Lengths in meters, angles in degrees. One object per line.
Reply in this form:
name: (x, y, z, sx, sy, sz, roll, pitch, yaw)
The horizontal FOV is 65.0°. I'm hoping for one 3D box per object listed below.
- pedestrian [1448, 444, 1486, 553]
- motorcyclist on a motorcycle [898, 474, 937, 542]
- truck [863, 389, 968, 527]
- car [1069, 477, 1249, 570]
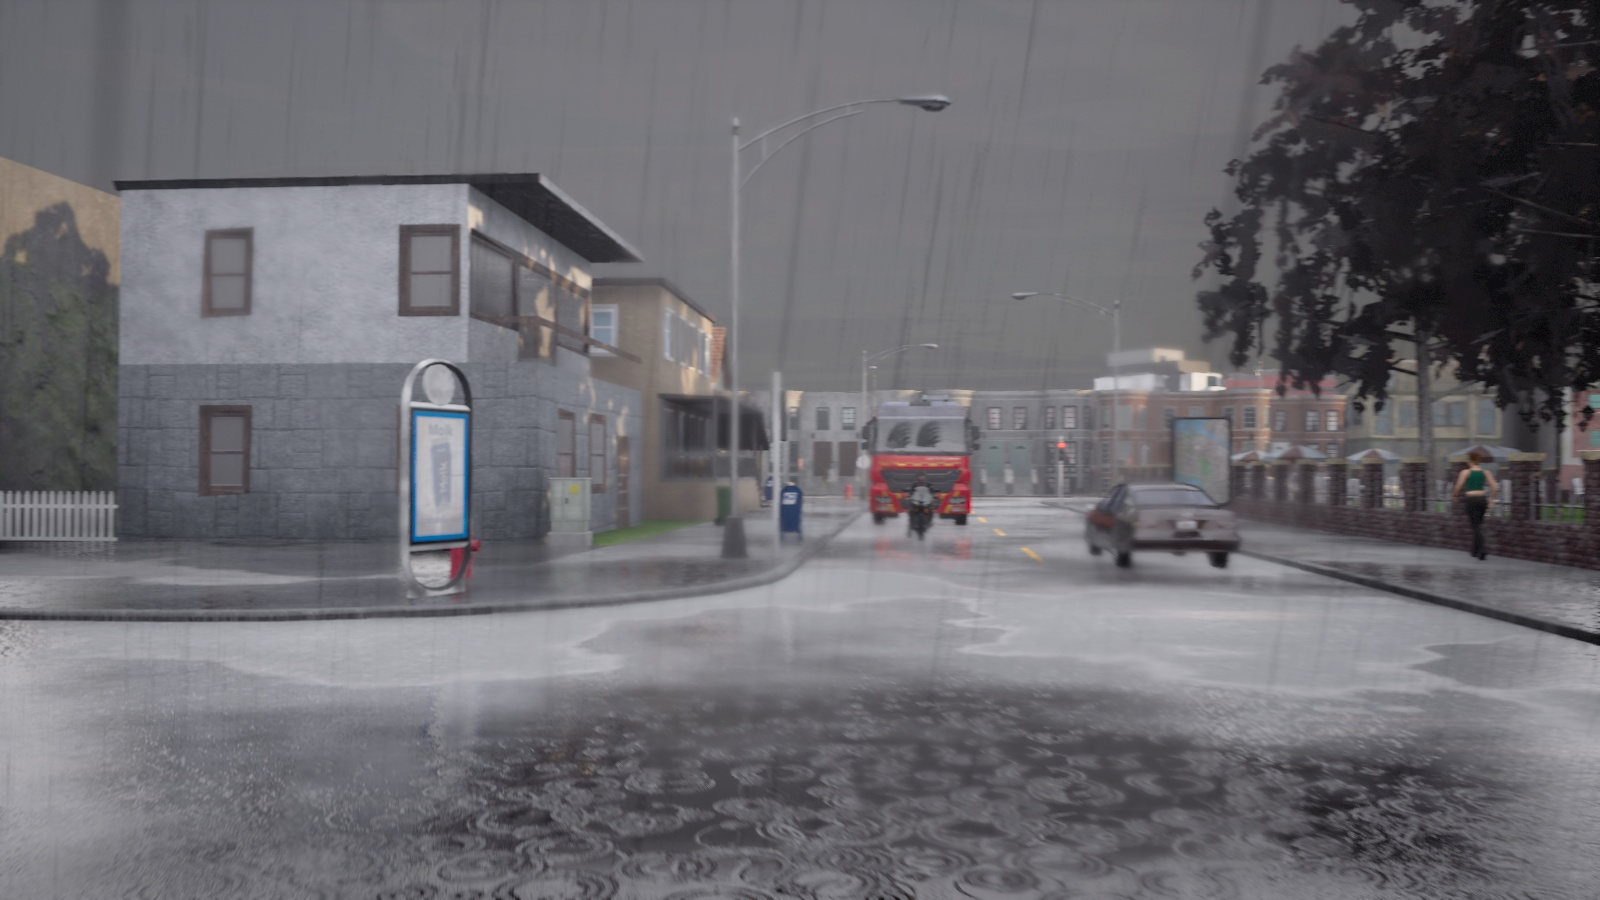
pedestrian: (11.427, 0.829, 21.515, 0.345, 1.836, 0.594, 0, -1, 5)
motorcyclist on a motorcycle: (2.733, 1.330, 29.383, 0.866, 1.530, 2.191, 0, -1, 5)
truck: (3.599, 0.293, 39.289, 2.891, 3.827, 8.468, 0, -1, 5)
car: (6.136, 1.204, 22.157, 2.033, 1.411, 5.357, 0, -1, 5)
